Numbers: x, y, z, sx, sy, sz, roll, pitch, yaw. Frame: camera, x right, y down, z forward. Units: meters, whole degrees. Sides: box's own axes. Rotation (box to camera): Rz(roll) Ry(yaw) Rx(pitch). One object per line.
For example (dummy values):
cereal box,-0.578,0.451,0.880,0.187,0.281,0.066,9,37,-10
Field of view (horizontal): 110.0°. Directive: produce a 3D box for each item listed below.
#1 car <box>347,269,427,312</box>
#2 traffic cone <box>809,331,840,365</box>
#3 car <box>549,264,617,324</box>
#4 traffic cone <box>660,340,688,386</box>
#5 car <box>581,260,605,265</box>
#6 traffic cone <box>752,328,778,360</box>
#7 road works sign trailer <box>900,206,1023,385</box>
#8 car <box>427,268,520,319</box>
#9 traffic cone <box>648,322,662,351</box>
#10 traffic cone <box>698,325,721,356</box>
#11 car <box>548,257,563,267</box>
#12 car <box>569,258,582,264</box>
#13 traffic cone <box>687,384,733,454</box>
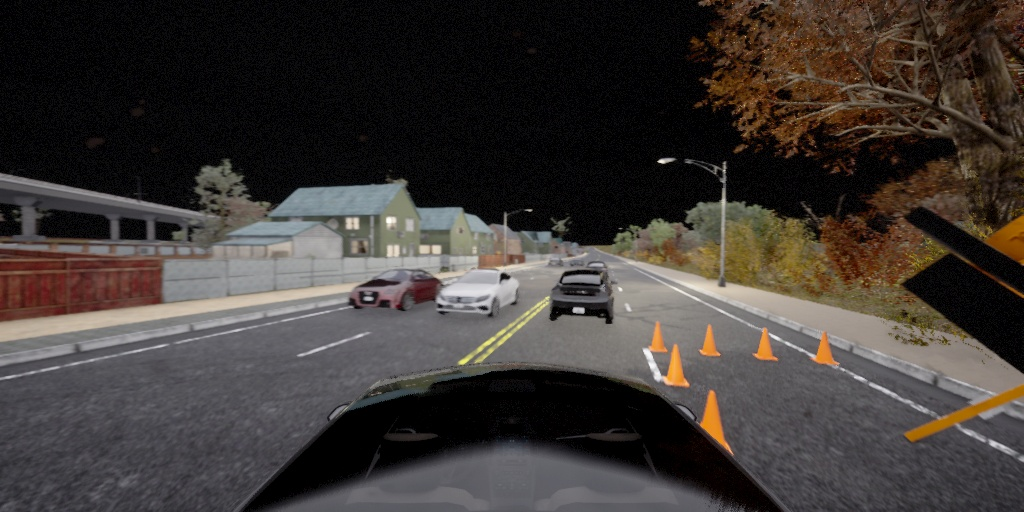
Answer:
car,-4.129,1.178,13.471,1.994,1.385,4.181,1,0,15
traffic cone,6.004,1.740,6.897,0.340,0.580,0.340,0,0,15
car,2.414,1.208,12.015,1.837,1.490,4.892,1,0,15
traffic cone,2.600,1.708,5.712,0.340,0.580,0.340,0,0,15
car,6.850,1.147,29.200,1.812,1.442,4.674,1,0,14
traffic cone,5.036,1.727,7.149,0.340,0.580,0.340,0,0,15
road works sign trailer,5.370,-0.779,3.419,2.880,3.560,2.380,0,0,-31
car,-0.975,1.183,12.695,1.812,1.442,4.674,1,0,15
traffic cone,3.101,1.700,7.648,0.340,0.580,0.340,0,0,15
traffic cone,4.069,1.713,7.398,0.340,0.580,0.340,0,0,15
car,6.803,0.919,55.583,1.812,1.442,4.674,1,0,15
car,9.976,1.001,54.872,1.994,1.385,4.181,1,0,15
traffic cone,2.099,1.716,3.776,0.340,0.580,0.340,0,0,15
